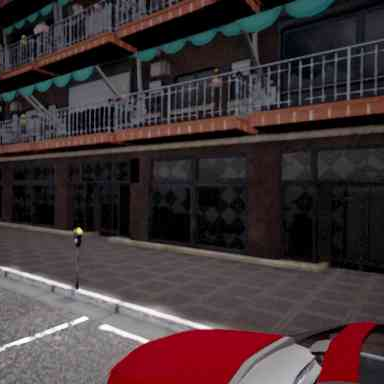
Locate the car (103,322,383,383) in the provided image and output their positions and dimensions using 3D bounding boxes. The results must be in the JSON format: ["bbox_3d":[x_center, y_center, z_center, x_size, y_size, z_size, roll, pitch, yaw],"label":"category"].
[{"bbox_3d":[1.158,1.580,2.058,4.206,1.307,1.802,1,1,35],"label":"car"}]
